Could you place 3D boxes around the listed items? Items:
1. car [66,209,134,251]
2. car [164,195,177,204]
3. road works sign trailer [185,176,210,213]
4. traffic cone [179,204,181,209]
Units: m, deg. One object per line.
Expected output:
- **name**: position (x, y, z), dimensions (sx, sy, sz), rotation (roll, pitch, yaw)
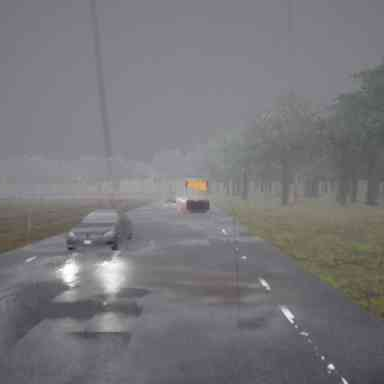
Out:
- **car**: position (-3.602, 1.461, 13.819), dimensions (1.812, 1.442, 4.674), rotation (0, 0, 0)
- **car**: position (-3.560, 1.212, 55.950), dimensions (1.837, 1.490, 4.892), rotation (0, 1, 1)
- **road works sign trailer**: position (0.527, 0.770, 32.203), dimensions (2.380, 3.560, 2.880), rotation (0, 45, 4)
- **traffic cone**: position (-1.494, 1.776, 35.757), dimensions (0.340, 0.580, 0.340), rotation (0, 0, 0)
